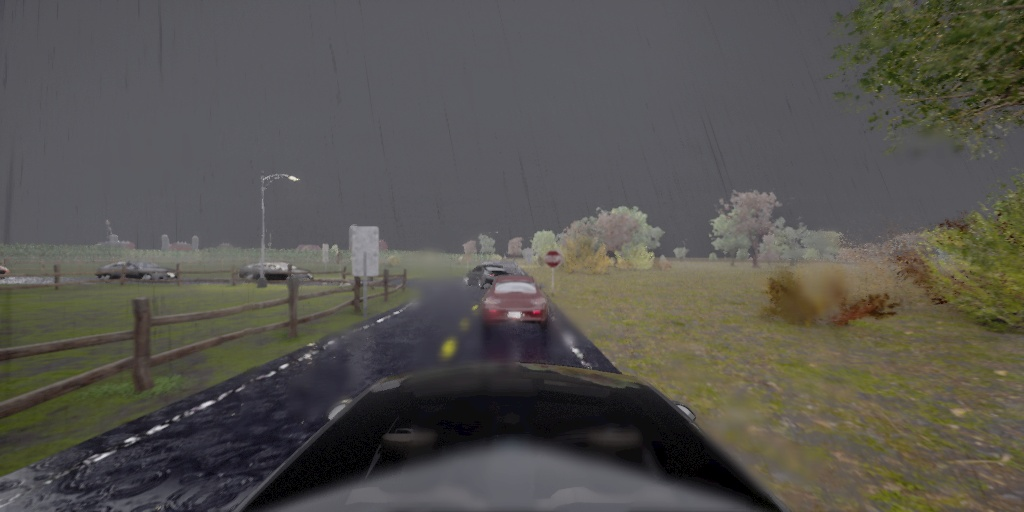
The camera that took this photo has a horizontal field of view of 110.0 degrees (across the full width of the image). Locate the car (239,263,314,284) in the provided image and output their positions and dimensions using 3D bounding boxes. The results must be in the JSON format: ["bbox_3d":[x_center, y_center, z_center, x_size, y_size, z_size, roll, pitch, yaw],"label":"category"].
[{"bbox_3d":[-17.243,1.231,26.397,4.902,1.511,2.128,0,0,-1],"label":"car"}]

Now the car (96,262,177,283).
[{"bbox_3d":[-27.326,1.162,26.284,4.902,1.511,2.128,0,0,-1],"label":"car"}]

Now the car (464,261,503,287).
[{"bbox_3d":[-1.662,1.328,23.257,1.837,1.490,4.892,1,0,-23],"label":"car"}]

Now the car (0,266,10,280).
[{"bbox_3d":[-39.987,0.937,26.162,4.553,1.767,2.097,0,0,-1],"label":"car"}]

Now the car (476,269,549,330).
[{"bbox_3d":[0.092,1.305,11.175,1.812,1.442,4.674,0,0,0],"label":"car"}]

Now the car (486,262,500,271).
[{"bbox_3d":[-2.867,1.550,54.132,1.895,1.301,4.718,0,0,0],"label":"car"}]
